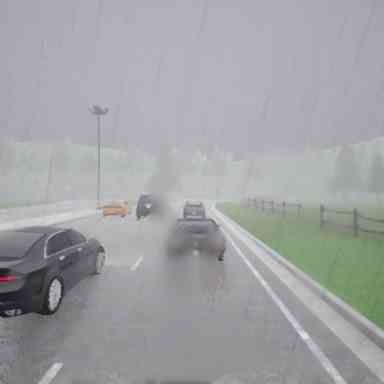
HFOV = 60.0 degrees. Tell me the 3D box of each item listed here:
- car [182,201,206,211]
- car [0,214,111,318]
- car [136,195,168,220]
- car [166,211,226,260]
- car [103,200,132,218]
[{"bbox_3d":[0.175,1.498,29.177,2.128,1.511,4.902,0,0,0],"label":"car"},{"bbox_3d":[-3.408,1.507,7.501,1.837,1.490,4.892,0,0,1],"label":"car"},{"bbox_3d":[-3.327,1.227,28.166,2.150,2.045,5.566,0,0,0],"label":"car"},{"bbox_3d":[0.125,1.604,12.416,1.895,1.301,4.718,0,0,0],"label":"car"},{"bbox_3d":[-6.818,1.481,30.762,1.882,1.535,5.008,0,0,0],"label":"car"}]
